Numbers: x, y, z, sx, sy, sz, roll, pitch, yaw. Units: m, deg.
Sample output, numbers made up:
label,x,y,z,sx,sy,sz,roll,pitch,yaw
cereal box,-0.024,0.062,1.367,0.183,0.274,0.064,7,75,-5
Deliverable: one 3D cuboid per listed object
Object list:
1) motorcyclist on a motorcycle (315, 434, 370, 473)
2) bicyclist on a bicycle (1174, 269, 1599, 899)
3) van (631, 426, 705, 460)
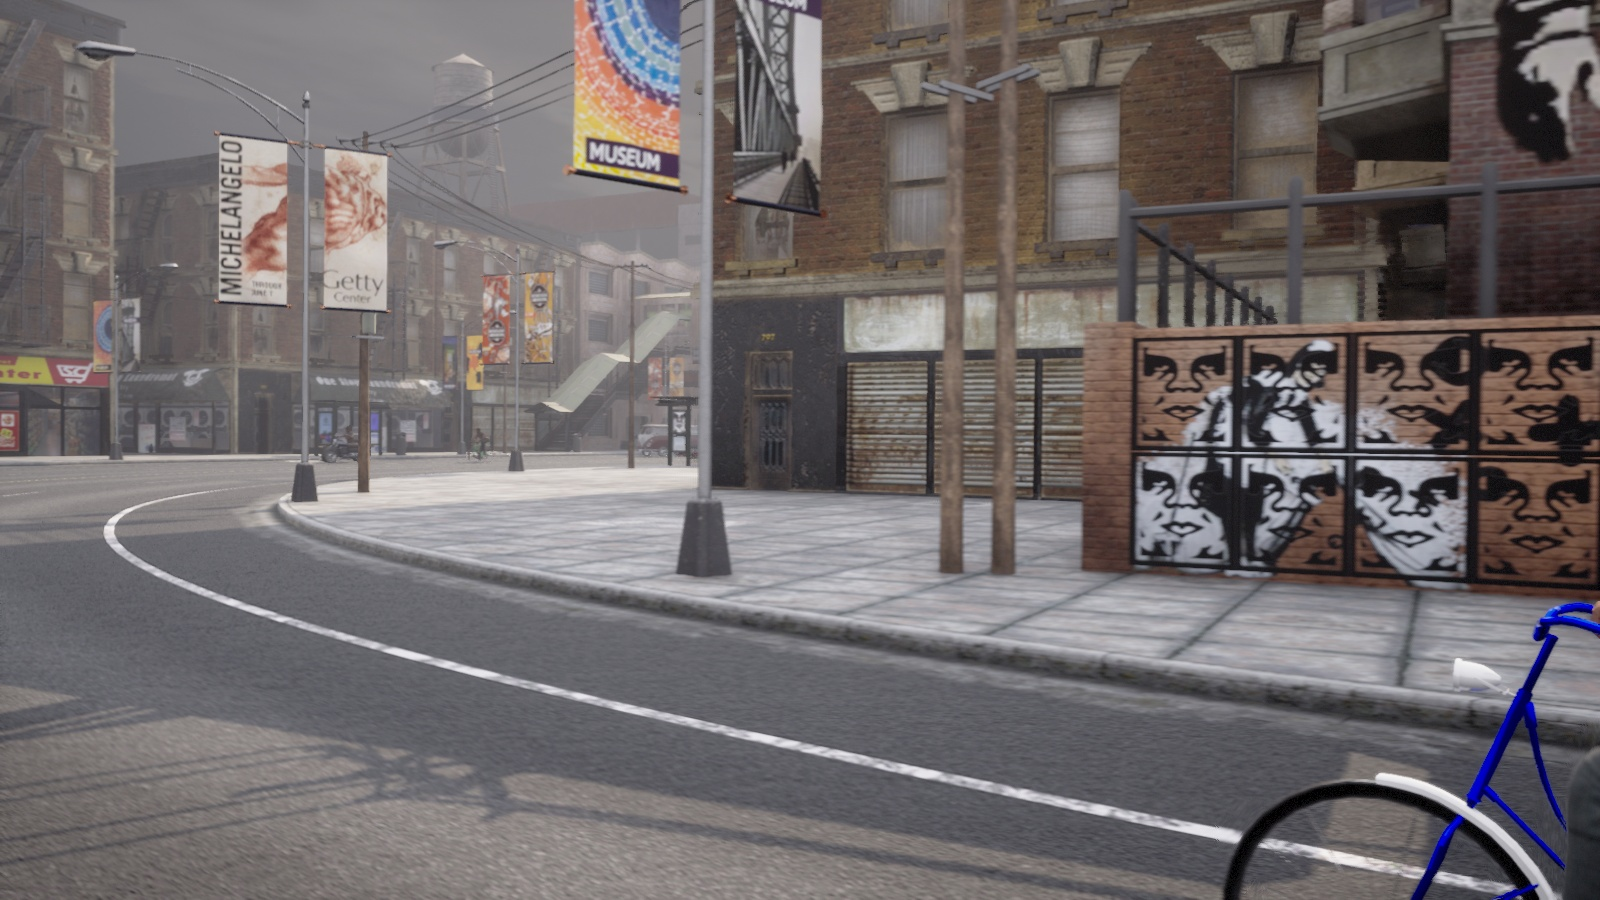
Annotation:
label,x,y,z,sx,sy,sz,roll,pitch,yaw
motorcyclist on a motorcycle,-20.038,0.145,55.055,0.766,1.649,2.350,0,1,28
bicyclist on a bicycle,1.761,0.555,2.486,1.843,1.776,0.659,0,1,35
van,-8.015,-0.432,76.603,1.775,1.987,4.442,0,1,43
